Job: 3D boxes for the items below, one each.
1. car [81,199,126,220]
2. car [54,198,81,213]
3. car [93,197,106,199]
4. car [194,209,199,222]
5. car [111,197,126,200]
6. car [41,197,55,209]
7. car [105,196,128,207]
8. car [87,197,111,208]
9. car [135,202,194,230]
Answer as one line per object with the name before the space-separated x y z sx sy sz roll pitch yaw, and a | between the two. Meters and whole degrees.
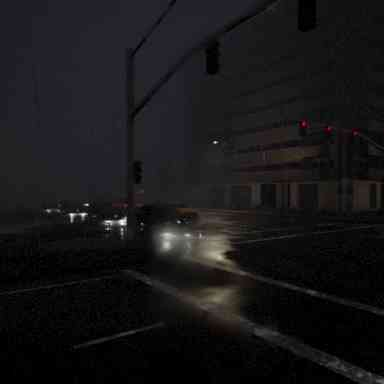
car | -7.831 1.603 29.682 2.033 1.411 5.357 0 0 -35
car | -13.852 1.603 38.176 2.033 1.411 5.357 0 0 -35
car | -12.875 1.603 42.845 2.033 1.411 5.357 0 0 -35
car | -1.419 1.533 26.702 1.882 1.535 5.008 0 0 -35
car | -6.792 1.407 34.265 2.097 1.767 4.553 0 0 -35
car | -19.782 1.533 46.589 1.882 1.535 5.008 0 0 -35
car | -12.393 1.533 54.575 1.882 1.535 5.008 0 0 -35
car | -14.421 1.547 51.387 2.128 1.511 4.902 0 0 -35
car | -2.190 1.560 21.743 1.837 1.490 4.892 0 0 -36
